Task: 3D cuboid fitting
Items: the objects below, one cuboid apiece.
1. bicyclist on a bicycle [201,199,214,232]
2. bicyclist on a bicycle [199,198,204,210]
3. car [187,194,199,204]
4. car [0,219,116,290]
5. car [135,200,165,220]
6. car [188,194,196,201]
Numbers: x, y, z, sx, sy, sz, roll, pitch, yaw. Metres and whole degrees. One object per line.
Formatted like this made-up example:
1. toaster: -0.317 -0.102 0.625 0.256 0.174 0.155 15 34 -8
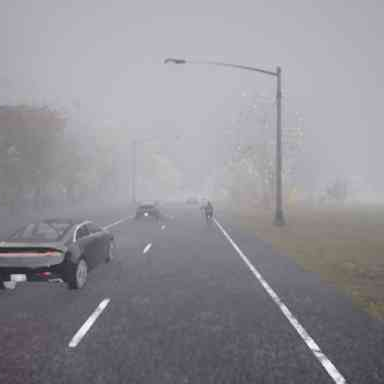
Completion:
1. bicyclist on a bicycle: 0.968 1.380 18.713 0.582 1.620 1.656 0 0 0
2. bicyclist on a bicycle: 0.988 1.326 28.543 0.866 1.612 1.509 0 0 0
3. car: 0.103 1.348 56.484 1.994 1.385 4.181 0 0 0
4. car: -3.398 1.456 8.937 2.128 1.511 4.902 0 0 0
5. car: -3.397 1.400 27.053 1.837 1.490 4.892 0 0 0
6. car: 0.011 1.243 74.001 1.812 1.442 4.674 0 0 0
